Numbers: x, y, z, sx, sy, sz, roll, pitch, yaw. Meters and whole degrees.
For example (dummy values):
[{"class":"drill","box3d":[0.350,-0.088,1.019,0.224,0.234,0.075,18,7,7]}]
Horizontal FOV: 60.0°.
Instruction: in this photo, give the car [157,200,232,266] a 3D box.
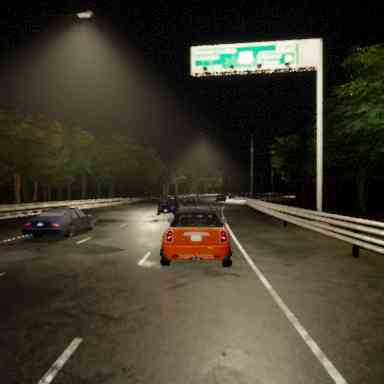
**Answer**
[{"class":"car","box3d":[0.181,1.351,11.715,2.097,1.767,4.553,0,0,2]}]

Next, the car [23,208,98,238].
[{"class":"car","box3d":[-6.698,1.528,17.529,2.033,1.411,5.357,0,0,3]}]

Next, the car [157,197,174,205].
[{"class":"car","box3d":[-2.196,1.511,32.514,1.812,1.442,4.674,0,0,4]}]

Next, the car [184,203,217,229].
[{"class":"car","box3d":[0.641,1.544,23.214,2.033,1.411,5.357,0,0,3]}]

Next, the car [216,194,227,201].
[{"class":"car","box3d":[6.789,1.310,76.715,2.097,1.767,4.553,0,0,10]}]

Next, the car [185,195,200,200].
[{"class":"car","box3d":[0.131,1.329,55.600,2.097,1.767,4.553,0,0,7]}]
